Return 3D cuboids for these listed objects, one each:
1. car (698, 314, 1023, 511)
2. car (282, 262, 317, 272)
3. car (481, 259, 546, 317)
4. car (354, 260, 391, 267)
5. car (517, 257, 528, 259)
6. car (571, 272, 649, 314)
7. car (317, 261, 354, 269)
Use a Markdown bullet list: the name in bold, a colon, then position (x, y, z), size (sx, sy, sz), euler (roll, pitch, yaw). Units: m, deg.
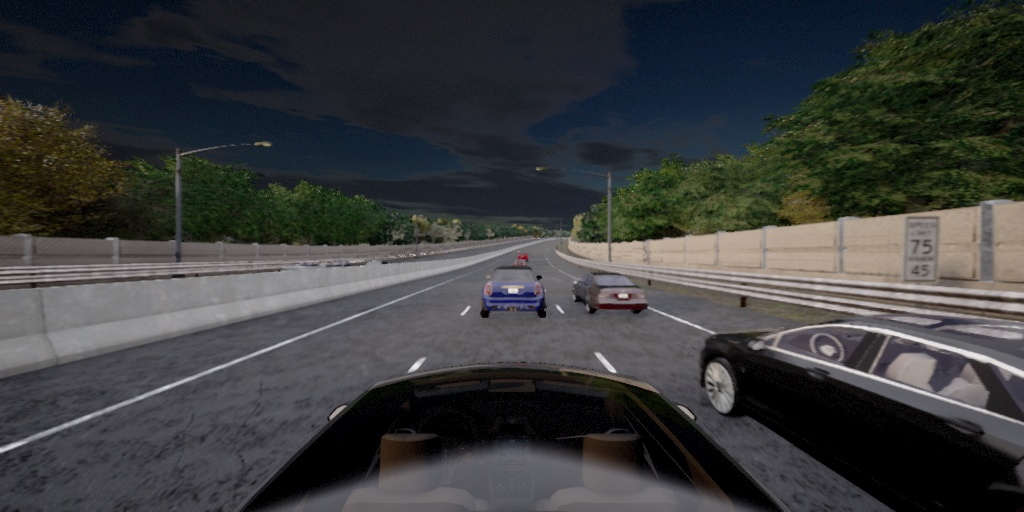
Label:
- **car**: position (3.495, 1.247, 3.040), size (2.128, 1.511, 4.902), euler (0, 0, 0)
- **car**: position (-20.532, 1.265, 35.678), size (1.895, 1.301, 4.718), euler (0, 0, 2)
- **car**: position (0.068, 1.114, 13.409), size (2.097, 1.767, 4.553), euler (0, 0, 1)
- **car**: position (-13.519, 1.153, 35.919), size (1.882, 1.535, 5.008), euler (0, 0, 2)
- **car**: position (1.117, 1.146, 50.596), size (1.895, 1.301, 4.718), euler (0, 1, 2)
- **car**: position (3.560, 1.313, 13.931), size (2.033, 1.411, 5.357), euler (0, 0, 1)
- **car**: position (-17.026, 1.234, 35.837), size (1.994, 1.385, 4.181), euler (0, 0, 2)
